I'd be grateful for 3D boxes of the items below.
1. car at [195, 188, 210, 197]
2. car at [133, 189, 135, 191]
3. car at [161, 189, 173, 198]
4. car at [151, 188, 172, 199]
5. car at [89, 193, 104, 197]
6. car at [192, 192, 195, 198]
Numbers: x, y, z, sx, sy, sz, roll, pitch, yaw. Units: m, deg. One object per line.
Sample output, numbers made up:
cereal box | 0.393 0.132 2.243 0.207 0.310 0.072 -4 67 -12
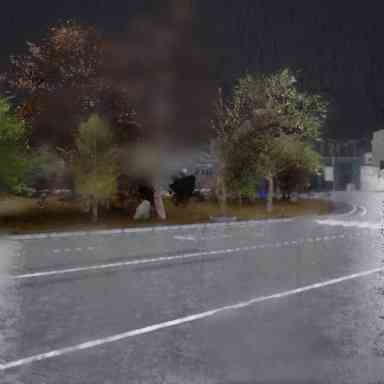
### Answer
car | 2.913 0.228 65.502 2.435 2.045 5.566 -1 1 16
car | -13.715 0.325 78.018 2.435 2.045 5.566 0 2 18
car | -4.285 0.575 70.659 1.946 1.575 5.366 -1 2 17
car | -6.621 0.337 72.654 2.435 2.045 5.566 -1 1 17
car | -25.356 0.384 87.276 2.097 1.535 5.008 0 2 19
car | 0.524 0.260 67.320 2.435 2.045 5.566 -2 1 16
